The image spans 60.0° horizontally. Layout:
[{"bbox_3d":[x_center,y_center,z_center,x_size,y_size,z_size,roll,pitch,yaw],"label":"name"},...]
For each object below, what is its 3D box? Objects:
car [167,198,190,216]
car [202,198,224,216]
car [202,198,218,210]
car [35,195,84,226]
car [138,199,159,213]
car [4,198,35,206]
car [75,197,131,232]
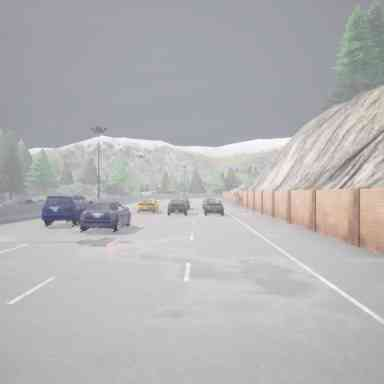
[{"bbox_3d":[-1.385,1.505,33.011,1.837,1.490,4.892,0,0,1],"label":"car"},{"bbox_3d":[2.113,1.491,32.839,2.128,1.511,4.902,0,0,1],"label":"car"},{"bbox_3d":[2.283,1.526,43.288,1.812,1.442,4.674,0,0,1],"label":"car"},{"bbox_3d":[-8.542,1.223,23.516,2.150,2.045,5.566,0,0,1],"label":"car"},{"bbox_3d":[-4.815,1.478,37.195,1.882,1.535,5.008,0,0,1],"label":"car"},{"bbox_3d":[-18.923,1.500,36.817,1.837,1.490,4.892,0,0,1],"label":"car"},{"bbox_3d":[-5.097,1.352,20.202,2.097,1.767,4.553,0,0,1],"label":"car"}]
